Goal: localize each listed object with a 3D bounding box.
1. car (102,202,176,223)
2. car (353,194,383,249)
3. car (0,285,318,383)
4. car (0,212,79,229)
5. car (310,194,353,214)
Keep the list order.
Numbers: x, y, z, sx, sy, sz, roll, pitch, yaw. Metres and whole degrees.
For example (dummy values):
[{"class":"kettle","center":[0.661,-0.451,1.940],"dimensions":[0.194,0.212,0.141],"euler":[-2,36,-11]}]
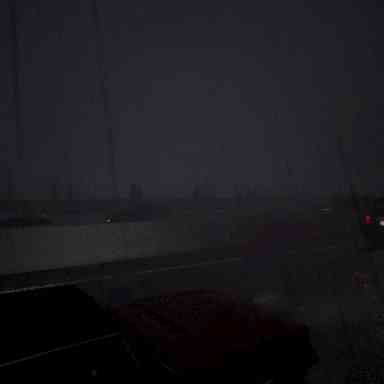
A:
[{"class":"car","center":[-3.473,1.439,22.112],"dimensions":[4.892,1.490,1.837],"euler":[0,0,-29]},{"class":"car","center":[9.123,1.188,12.778],"dimensions":[5.566,2.045,2.150],"euler":[0,0,-26]},{"class":"car","center":[-1.030,1.591,2.935],"dimensions":[4.718,1.301,1.895],"euler":[0,0,-34]},{"class":"car","center":[-6.452,1.487,12.076],"dimensions":[4.674,1.442,1.812],"euler":[0,0,-34]},{"class":"car","center":[11.806,1.153,25.565],"dimensions":[5.566,2.045,2.150],"euler":[0,0,-21]}]
